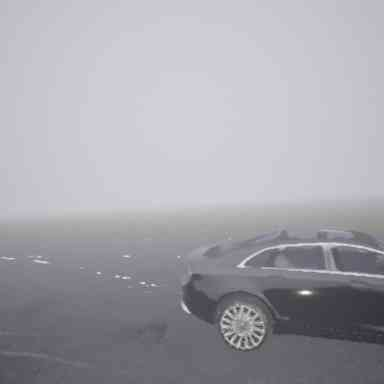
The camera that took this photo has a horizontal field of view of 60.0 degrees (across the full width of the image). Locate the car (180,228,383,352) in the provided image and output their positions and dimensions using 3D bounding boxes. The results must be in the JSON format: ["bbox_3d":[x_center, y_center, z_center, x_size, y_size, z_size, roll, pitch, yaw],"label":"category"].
[{"bbox_3d":[2.255,1.325,4.917,4.902,1.511,2.128,-1,1,17],"label":"car"}]
